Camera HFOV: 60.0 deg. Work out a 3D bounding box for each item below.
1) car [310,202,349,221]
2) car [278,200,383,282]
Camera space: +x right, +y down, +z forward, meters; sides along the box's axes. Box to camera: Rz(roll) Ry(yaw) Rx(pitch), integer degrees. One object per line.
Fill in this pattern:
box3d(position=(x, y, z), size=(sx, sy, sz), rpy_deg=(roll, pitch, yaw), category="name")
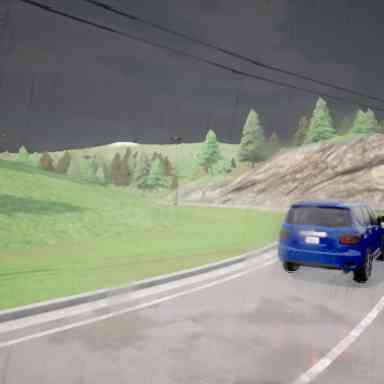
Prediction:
box3d(position=(12.410, 1.716, 30.336), size=(2.033, 1.411, 5.357), rpy_deg=(0, 0, 9), category="car")
box3d(position=(4.513, 1.281, 10.312), size=(2.150, 2.045, 5.566), rpy_deg=(0, 0, 36), category="car")
